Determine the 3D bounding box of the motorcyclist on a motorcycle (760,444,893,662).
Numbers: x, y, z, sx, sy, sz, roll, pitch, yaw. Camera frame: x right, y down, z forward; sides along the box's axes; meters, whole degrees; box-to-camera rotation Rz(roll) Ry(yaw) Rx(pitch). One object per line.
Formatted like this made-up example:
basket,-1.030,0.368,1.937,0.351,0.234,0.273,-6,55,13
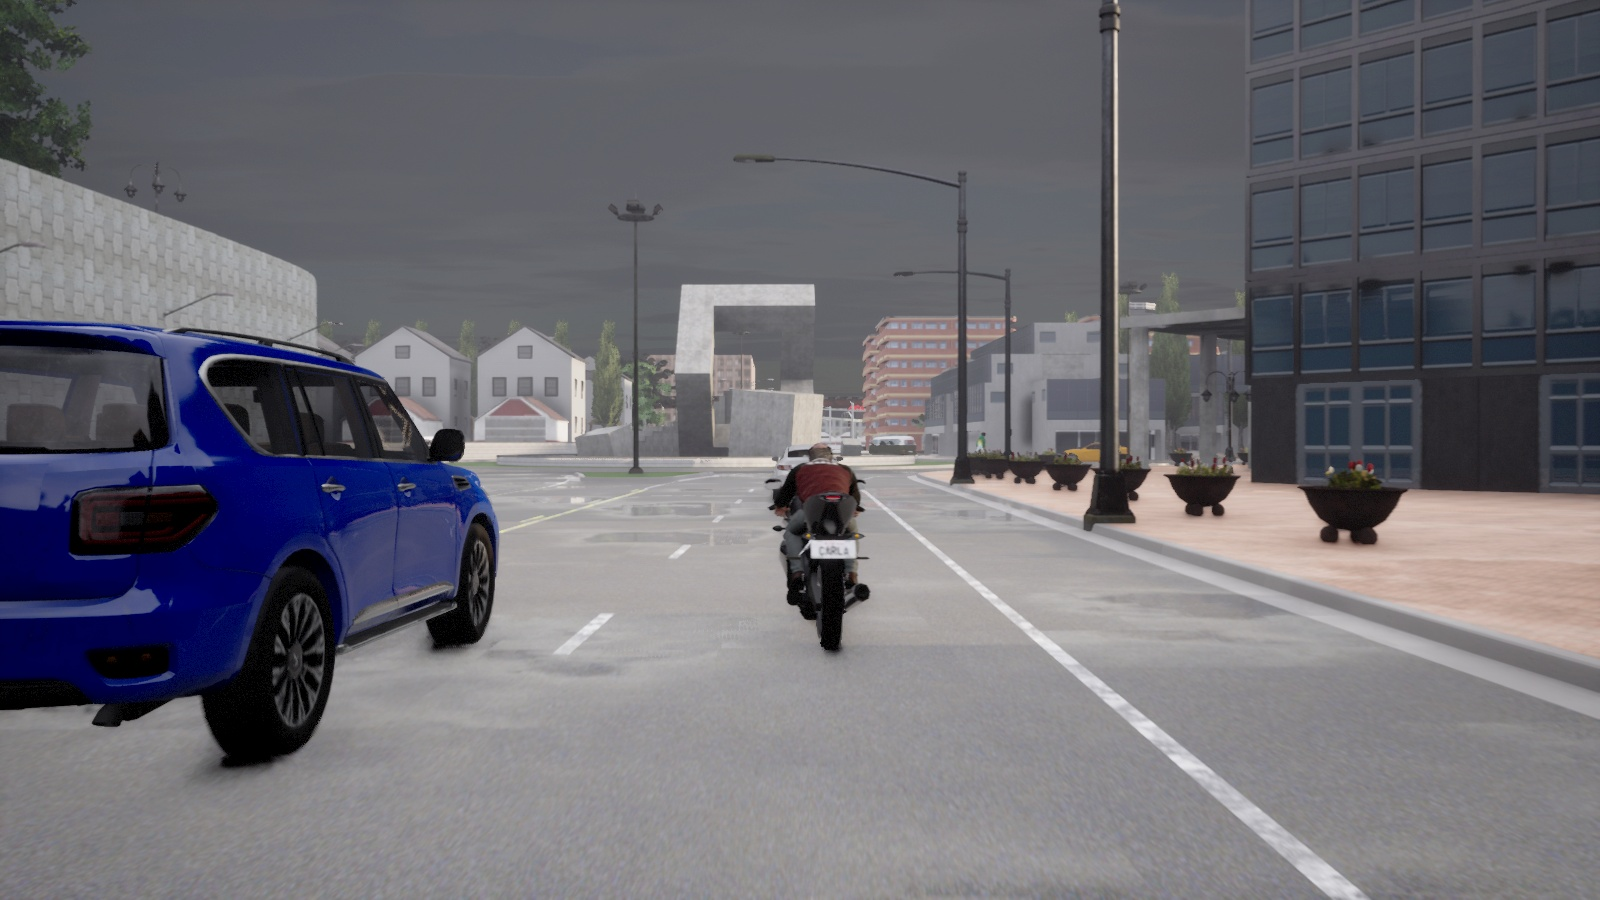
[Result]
motorcyclist on a motorcycle,0.156,0.725,9.975,0.866,1.530,2.191,0,0,-4

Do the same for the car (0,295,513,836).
car,-3.441,0.420,7.525,2.150,2.045,5.566,0,0,0

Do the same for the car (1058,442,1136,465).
car,20.638,0.250,87.302,5.008,1.535,1.882,0,1,24

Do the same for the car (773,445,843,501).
car,0.210,0.578,34.474,1.812,1.442,4.674,0,0,0
